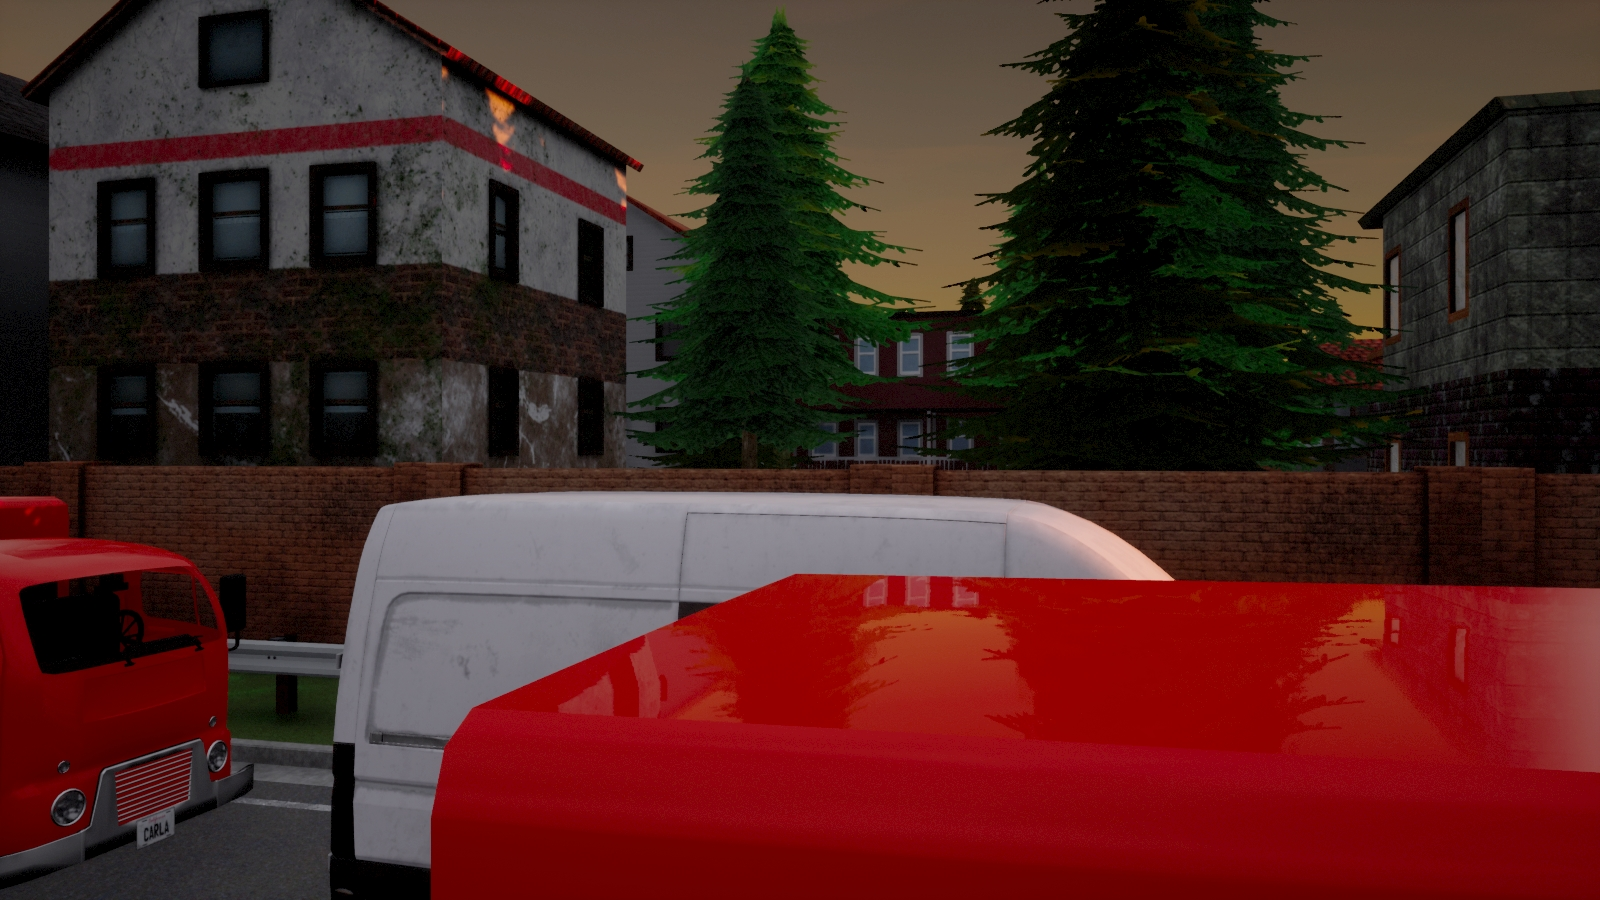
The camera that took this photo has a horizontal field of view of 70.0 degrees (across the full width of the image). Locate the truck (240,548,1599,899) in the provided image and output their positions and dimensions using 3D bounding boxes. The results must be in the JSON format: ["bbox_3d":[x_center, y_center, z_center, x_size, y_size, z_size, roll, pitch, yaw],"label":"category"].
[{"bbox_3d":[2.192,1.568,1.959,5.204,2.467,2.627,0,0,15],"label":"truck"}]

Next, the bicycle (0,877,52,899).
[{"bbox_3d":[-3.101,2.056,3.494,1.643,1.496,0.373,0,0,16],"label":"bicycle"}]

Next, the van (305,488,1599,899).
[{"bbox_3d":[0.608,1.535,6.000,5.915,2.561,1.988,0,0,15],"label":"van"}]

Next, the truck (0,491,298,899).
[{"bbox_3d":[-6.587,1.568,7.895,5.204,2.467,2.627,0,0,15],"label":"truck"}]
